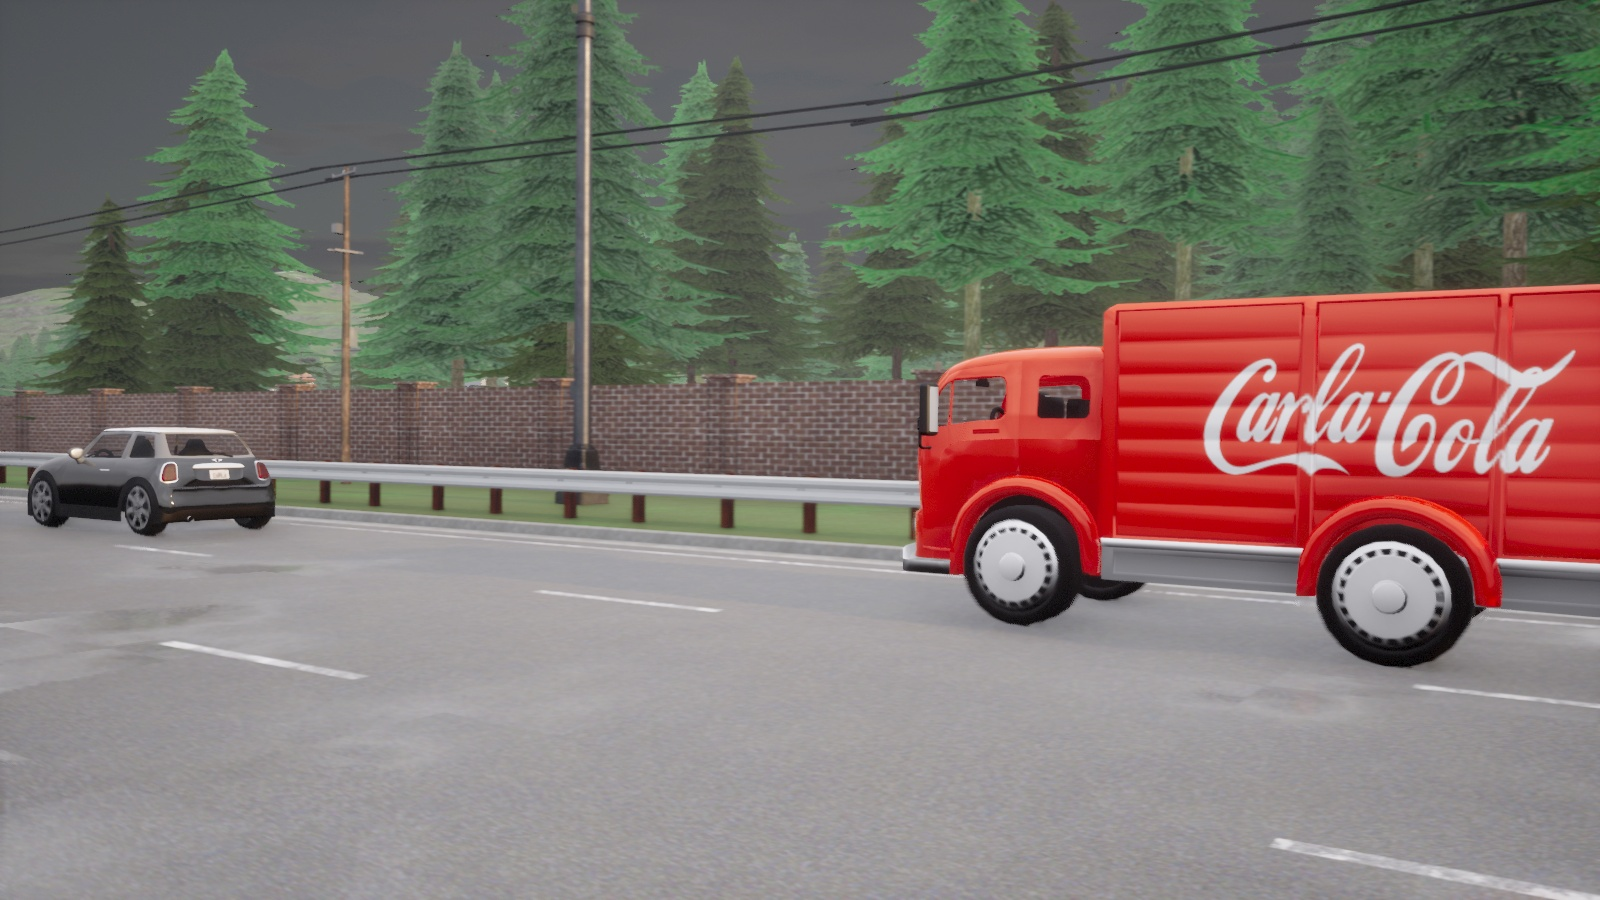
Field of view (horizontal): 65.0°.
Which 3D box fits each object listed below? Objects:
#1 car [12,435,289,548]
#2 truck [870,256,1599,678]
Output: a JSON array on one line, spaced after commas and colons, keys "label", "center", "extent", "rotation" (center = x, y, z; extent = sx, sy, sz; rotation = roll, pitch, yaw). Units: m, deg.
[{"label": "car", "center": [-9.507, 0.532, 18.341], "extent": [3.806, 1.475, 1.970], "rotation": [0, 1, 34]}, {"label": "truck", "center": [3.463, 0.081, 9.717], "extent": [5.204, 2.467, 2.627], "rotation": [0, 1, 34]}]
